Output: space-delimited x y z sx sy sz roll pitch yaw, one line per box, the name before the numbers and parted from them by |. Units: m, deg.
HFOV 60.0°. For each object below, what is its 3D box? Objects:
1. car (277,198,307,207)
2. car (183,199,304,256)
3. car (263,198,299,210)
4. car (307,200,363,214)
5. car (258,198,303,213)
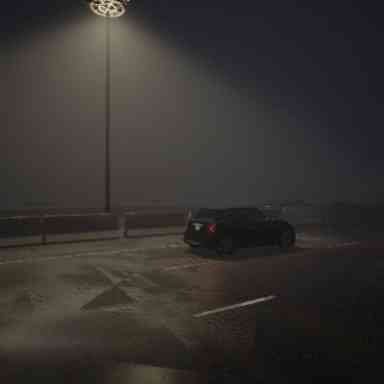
car | 9.931 1.470 33.717 4.892 1.490 1.837 0 0 -25
car | 1.993 1.336 13.222 4.553 1.767 2.097 0 0 -32
car | 11.246 1.519 42.036 4.181 1.385 1.994 0 0 -24
car | 14.007 1.519 31.827 5.357 1.411 2.033 0 0 -25
car | 9.980 1.464 37.624 4.892 1.490 1.837 0 0 -25
